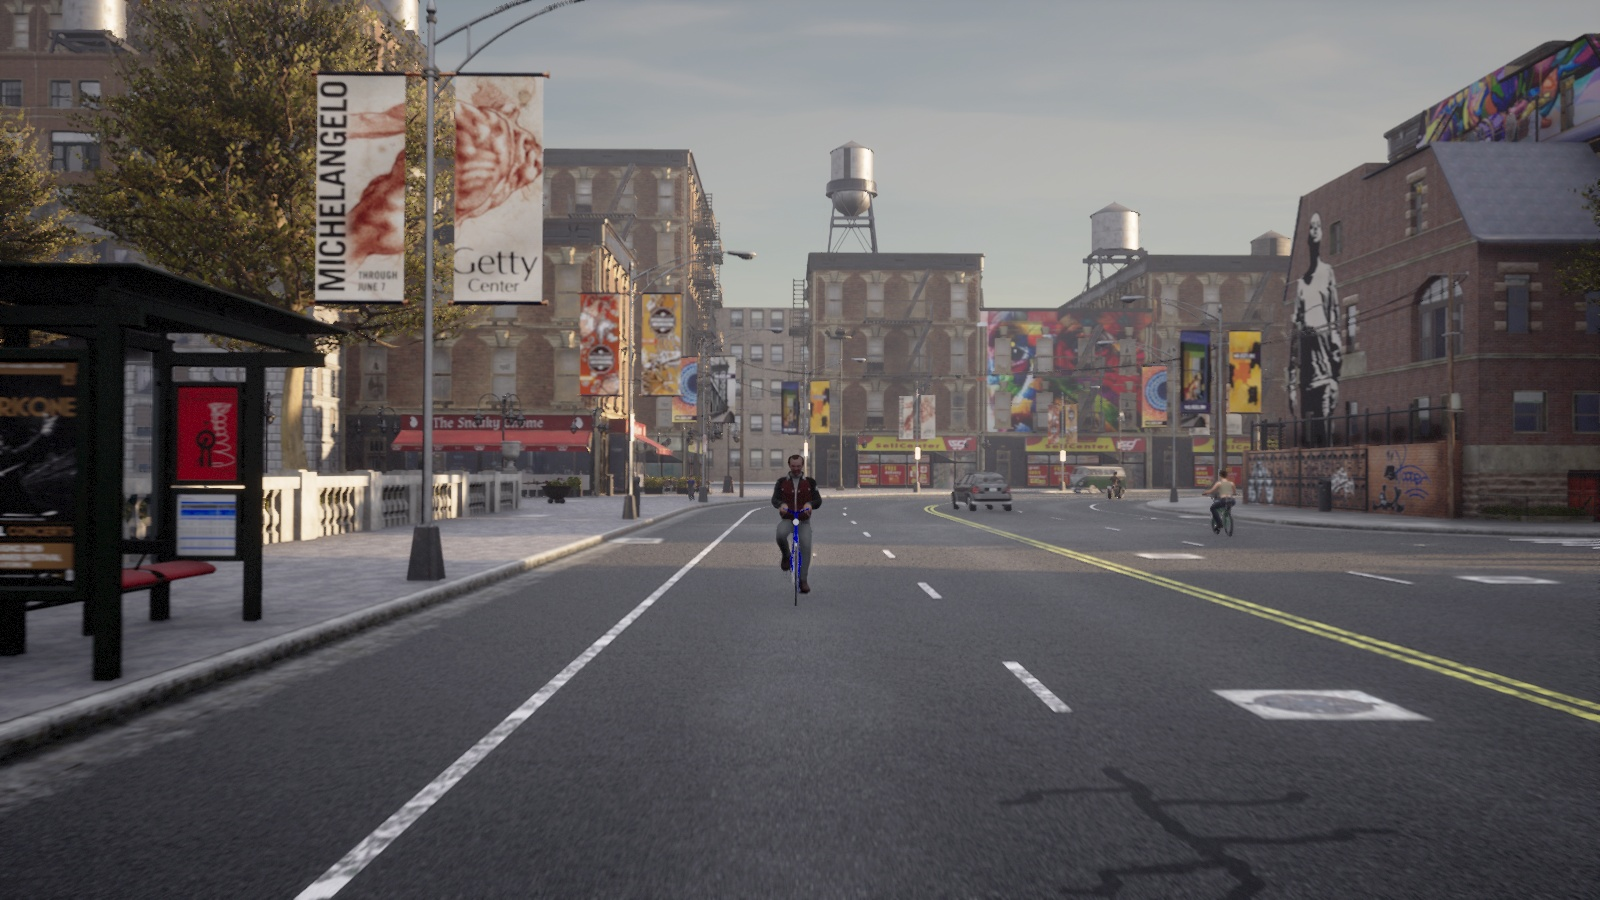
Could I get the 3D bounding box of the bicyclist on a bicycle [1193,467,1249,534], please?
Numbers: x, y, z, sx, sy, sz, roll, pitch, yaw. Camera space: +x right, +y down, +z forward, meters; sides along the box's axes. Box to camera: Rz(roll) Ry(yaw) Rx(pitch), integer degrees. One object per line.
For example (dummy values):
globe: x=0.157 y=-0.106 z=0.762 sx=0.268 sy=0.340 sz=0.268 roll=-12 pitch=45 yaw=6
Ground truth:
bicyclist on a bicycle: x=10.418 y=1.230 z=31.123 sx=0.866 sy=1.612 sz=1.509 roll=0 pitch=-1 yaw=0

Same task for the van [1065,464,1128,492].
van: x=21.206 y=1.987 z=89.886 sx=4.442 sy=1.987 sz=1.775 roll=0 pitch=-1 yaw=-32

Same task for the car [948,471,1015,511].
car: x=7.307 y=1.615 z=50.877 sx=1.789 sy=1.549 sz=3.705 roll=0 pitch=-1 yaw=-7

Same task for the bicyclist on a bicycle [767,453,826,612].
bicyclist on a bicycle: x=-0.041 y=0.937 z=14.993 sx=0.659 sy=1.776 sz=1.843 roll=0 pitch=-1 yaw=0

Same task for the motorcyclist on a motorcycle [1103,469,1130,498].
motorcyclist on a motorcycle: x=18.298 y=1.905 z=72.490 sx=0.766 sy=1.649 sz=2.350 roll=-1 pitch=-1 yaw=34
